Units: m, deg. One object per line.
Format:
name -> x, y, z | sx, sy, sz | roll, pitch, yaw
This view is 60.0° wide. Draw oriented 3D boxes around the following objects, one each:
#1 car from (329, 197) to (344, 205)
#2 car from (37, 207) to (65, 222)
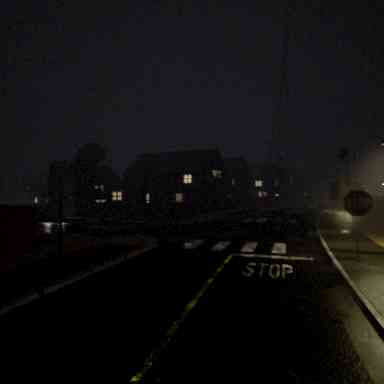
car -> 25.917, 1.522, 58.843 | 1.895, 1.301, 4.718 | 0, 0, 37
car -> -14.304, 2.163, 32.568 | 2.033, 1.411, 5.357 | 1, -2, -42
